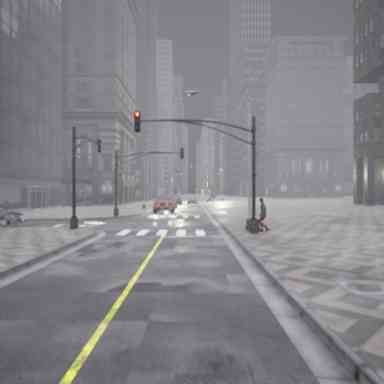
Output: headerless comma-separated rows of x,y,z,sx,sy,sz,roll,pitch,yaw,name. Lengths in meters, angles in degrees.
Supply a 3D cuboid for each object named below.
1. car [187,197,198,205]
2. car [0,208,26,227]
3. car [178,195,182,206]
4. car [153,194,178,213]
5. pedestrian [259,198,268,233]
0.075,1.638,62.833,2.033,1.411,5.357,0,0,0,car
-14.233,1.712,23.216,4.902,1.511,2.128,-1,0,-1,car
-3.032,1.556,48.886,2.128,1.511,4.902,0,0,0,car
-3.051,1.271,37.326,2.150,2.045,5.566,0,0,0,car
3.613,1.163,16.970,0.375,1.860,0.375,0,0,0,pedestrian
